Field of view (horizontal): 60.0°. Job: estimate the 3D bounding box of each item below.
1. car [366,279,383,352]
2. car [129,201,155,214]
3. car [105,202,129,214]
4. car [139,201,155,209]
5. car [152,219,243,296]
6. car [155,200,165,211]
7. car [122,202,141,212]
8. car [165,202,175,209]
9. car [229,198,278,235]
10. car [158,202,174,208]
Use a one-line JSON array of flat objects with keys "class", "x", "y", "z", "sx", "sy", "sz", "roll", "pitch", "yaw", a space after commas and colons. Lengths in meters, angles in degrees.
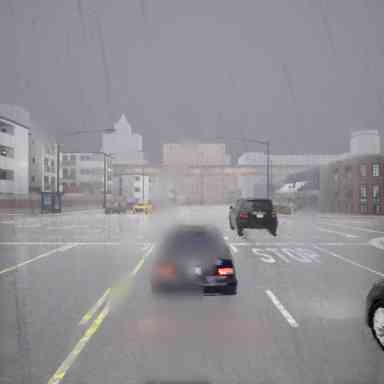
[{"class": "car", "x": 3.594, "y": 1.510, "z": 3.187, "sx": 1.837, "sy": 1.490, "sz": 4.892, "roll": 0, "pitch": 0, "yaw": 0}, {"class": "car", "x": -6.616, "y": 2.132, "z": 44.715, "sx": 1.882, "sy": 1.535, "sz": 5.008, "roll": 0, "pitch": -1, "yaw": 3}, {"class": "car", "x": -10.132, "y": 2.175, "z": 44.473, "sx": 1.812, "sy": 1.442, "sz": 4.674, "roll": 0, "pitch": -1, "yaw": 3}, {"class": "car", "x": -8.733, "y": 2.578, "z": 65.262, "sx": 1.837, "sy": 1.490, "sz": 4.892, "roll": 0, "pitch": -1, "yaw": 7}, {"class": "car", "x": 0.059, "y": 1.589, "z": 8.881, "sx": 2.033, "sy": 1.411, "sz": 5.357, "roll": 0, "pitch": 0, "yaw": 0}, {"class": "car", "x": -6.144, "y": 2.189, "z": 53.686, "sx": 2.097, "sy": 1.767, "sz": 4.553, "roll": 0, "pitch": -1, "yaw": 4}, {"class": "car", "x": -9.698, "y": 2.360, "z": 53.562, "sx": 1.812, "sy": 1.442, "sz": 4.674, "roll": 0, "pitch": -1, "yaw": 5}, {"class": "car", "x": -4.856, "y": 2.726, "z": 67.895, "sx": 1.895, "sy": 1.301, "sz": 4.718, "roll": 0, "pitch": -1, "yaw": 12}, {"class": "car", "x": 3.561, "y": 1.412, "z": 20.080, "sx": 2.150, "sy": 2.045, "sz": 5.566, "roll": 0, "pitch": -1, "yaw": 0}, {"class": "car", "x": -5.873, "y": 2.887, "z": 76.103, "sx": 1.895, "sy": 1.301, "sz": 4.718, "roll": 0, "pitch": -1, "yaw": 22}]
